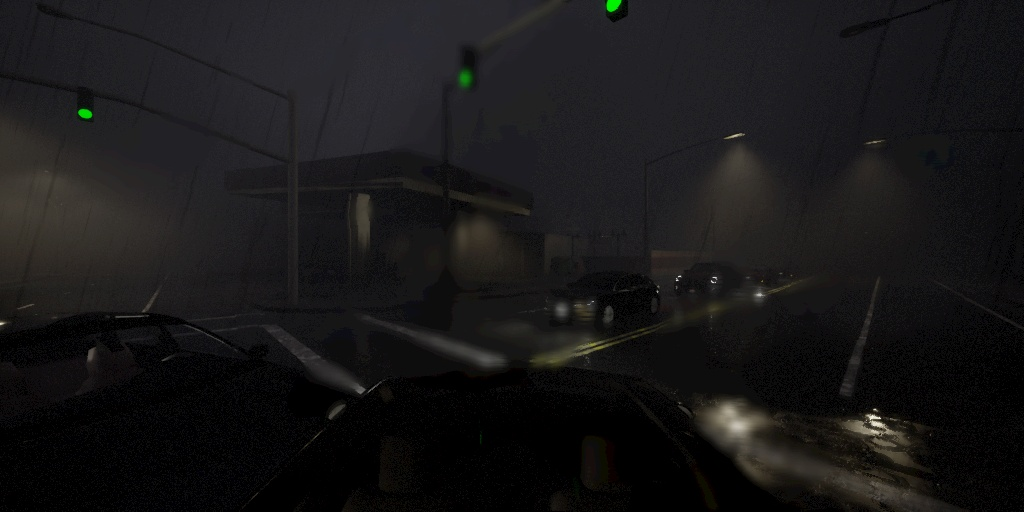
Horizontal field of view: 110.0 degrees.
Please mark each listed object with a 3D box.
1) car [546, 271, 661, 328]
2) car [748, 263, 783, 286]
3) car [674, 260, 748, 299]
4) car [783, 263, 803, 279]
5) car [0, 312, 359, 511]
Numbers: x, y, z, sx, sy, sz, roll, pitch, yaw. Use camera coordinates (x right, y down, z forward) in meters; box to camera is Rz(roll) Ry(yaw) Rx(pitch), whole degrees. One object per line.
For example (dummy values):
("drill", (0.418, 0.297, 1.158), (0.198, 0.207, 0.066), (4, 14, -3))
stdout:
("car", (3.115, 1.255, 11.627), (4.892, 1.490, 1.837), (0, 0, -44))
("car", (17.157, 1.314, 25.102), (4.181, 1.385, 1.994), (0, 0, -45))
("car", (10.092, 1.102, 18.333), (4.553, 1.767, 2.097), (0, 0, -44))
("car", (24.432, 1.314, 32.009), (4.181, 1.385, 1.994), (0, 0, -43))
("car", (-3.368, 1.242, 2.739), (4.902, 1.511, 2.128), (0, 0, 16))
